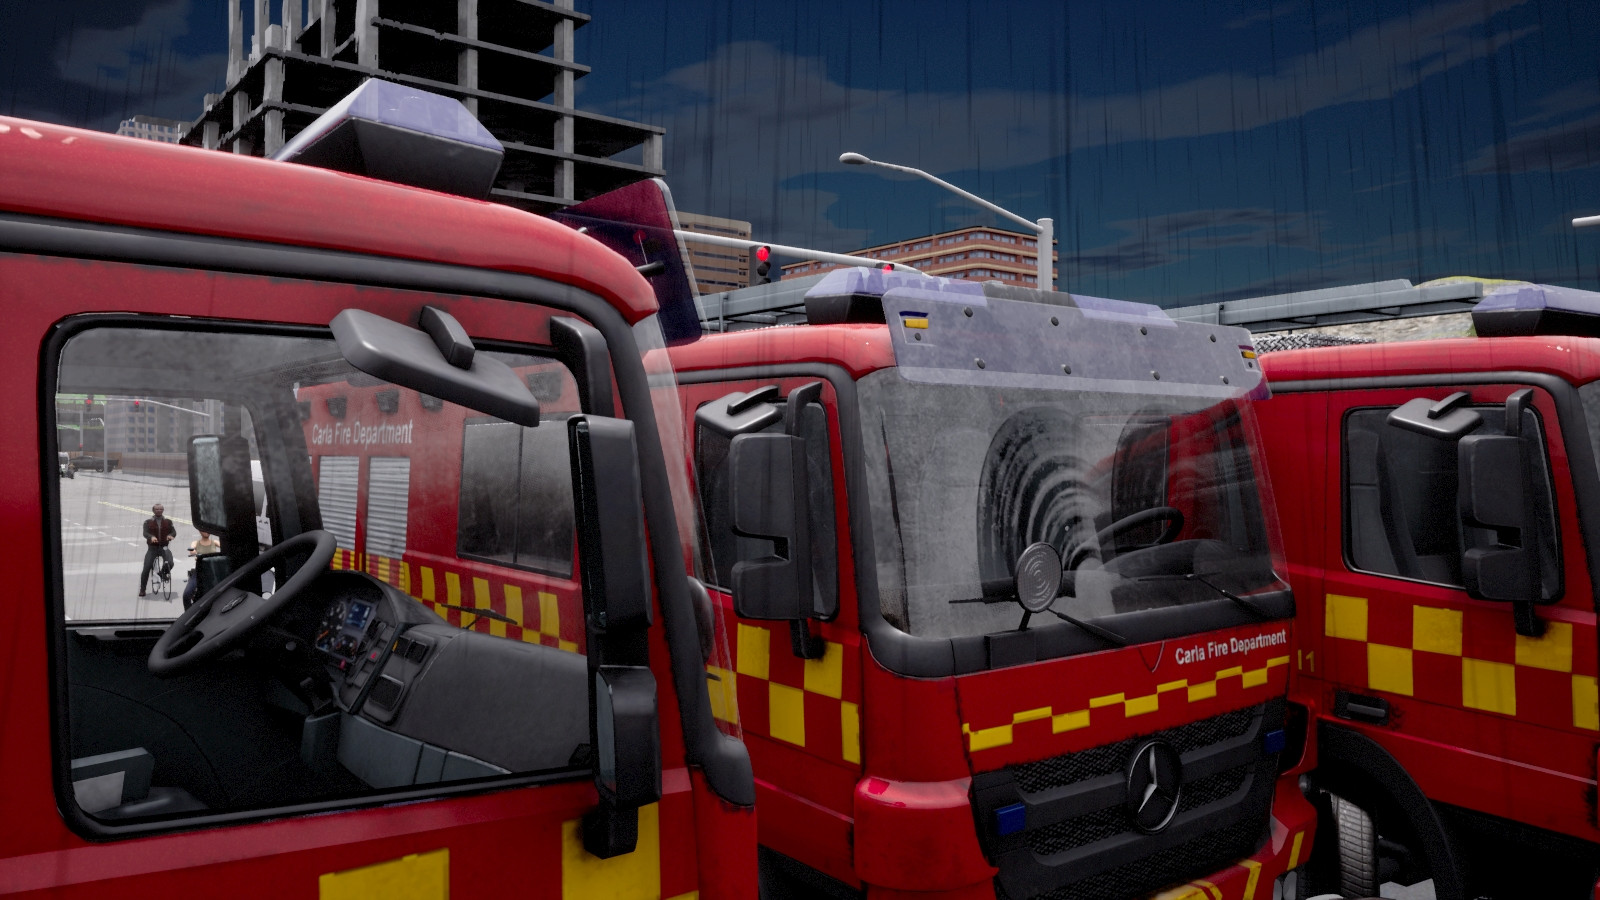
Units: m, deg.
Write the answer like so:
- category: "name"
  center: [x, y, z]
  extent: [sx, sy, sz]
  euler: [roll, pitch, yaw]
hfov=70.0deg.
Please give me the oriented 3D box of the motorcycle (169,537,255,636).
- category: "motorcycle"
  center: [-9.533, 2.155, 18.464]
  extent: [0.764, 1.307, 2.356]
  euler: [0, 0, -39]

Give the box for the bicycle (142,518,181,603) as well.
- category: "bicycle"
  center: [-12.095, 2.060, 21.614]
  extent: [0.329, 1.471, 1.835]
  euler: [0, 0, -39]

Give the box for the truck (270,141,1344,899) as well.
- category: "truck"
  center: [-1.099, 0.890, 8.003]
  extent: [2.891, 3.827, 8.468]
  euler: [0, 0, -38]

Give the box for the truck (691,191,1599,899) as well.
- category: "truck"
  center: [2.348, 0.890, 8.605]
  extent: [2.891, 3.827, 8.468]
  euler: [0, 0, -31]

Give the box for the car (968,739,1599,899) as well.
- category: "car"
  center: [2.437, 2.065, 3.109]
  extent: [1.970, 1.475, 3.806]
  euler: [0, 0, -30]
